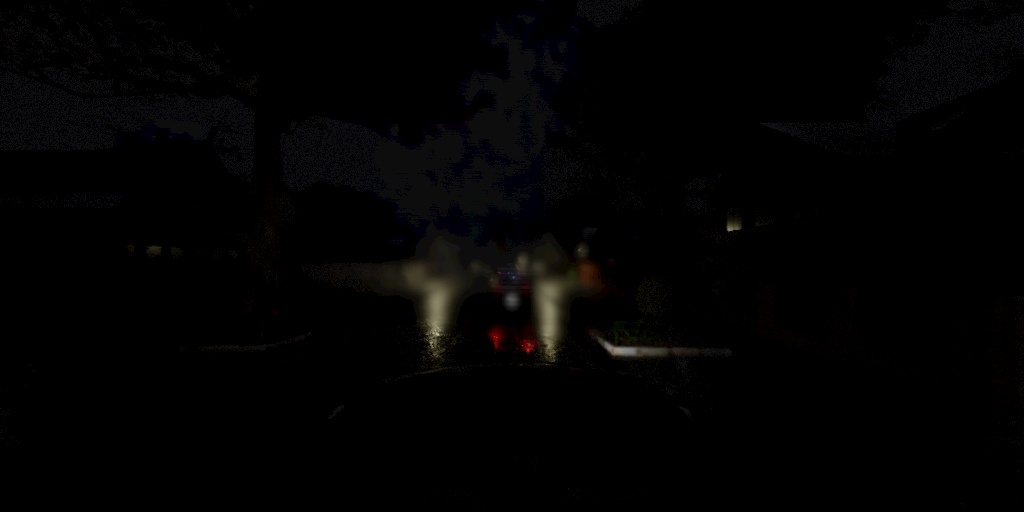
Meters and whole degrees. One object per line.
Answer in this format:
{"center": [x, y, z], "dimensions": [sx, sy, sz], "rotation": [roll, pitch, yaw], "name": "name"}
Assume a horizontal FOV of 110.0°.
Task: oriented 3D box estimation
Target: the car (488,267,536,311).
{"center": [0.014, 1.405, 15.378], "dimensions": [2.128, 1.511, 4.902], "rotation": [0, -1, 0], "name": "car"}

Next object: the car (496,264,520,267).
{"center": [0.007, 1.450, 30.338], "dimensions": [2.097, 1.767, 4.553], "rotation": [0, -1, 0], "name": "car"}

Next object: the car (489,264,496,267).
{"center": [-2.801, 2.140, 62.460], "dimensions": [1.837, 1.490, 4.892], "rotation": [0, -2, 0], "name": "car"}
